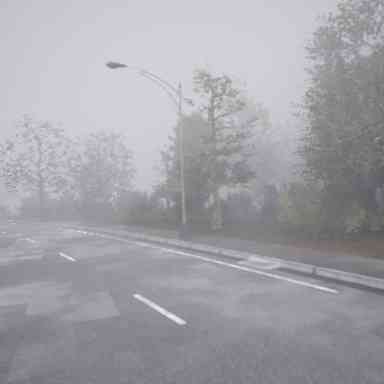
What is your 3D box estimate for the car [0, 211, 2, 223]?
[{"bbox_3d":[-22.657,2.490,36.275,5.566,2.045,2.150,-3,-1,44],"label":"car"}]
